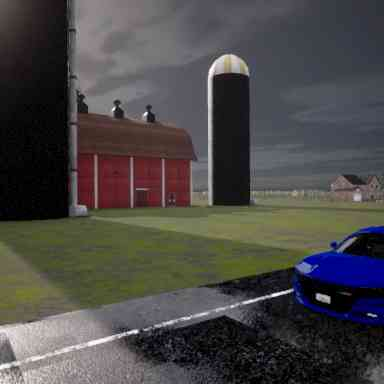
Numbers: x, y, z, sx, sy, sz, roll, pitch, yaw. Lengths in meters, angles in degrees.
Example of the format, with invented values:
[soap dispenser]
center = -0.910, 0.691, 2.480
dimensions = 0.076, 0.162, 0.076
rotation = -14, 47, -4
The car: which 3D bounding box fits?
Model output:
[car]
center = 4.201, 1.477, 6.920
dimensions = 5.008, 1.535, 1.882
rotation = 0, 0, -35
